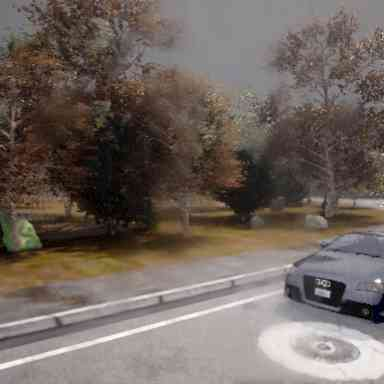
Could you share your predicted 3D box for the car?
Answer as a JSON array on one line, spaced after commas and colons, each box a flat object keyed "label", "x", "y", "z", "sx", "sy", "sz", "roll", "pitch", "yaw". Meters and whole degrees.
[{"label": "car", "x": 3.817, "y": 1.551, "z": 6.991, "sx": 4.181, "sy": 1.385, "sz": 1.994, "roll": 0, "pitch": 0, "yaw": -38}]
